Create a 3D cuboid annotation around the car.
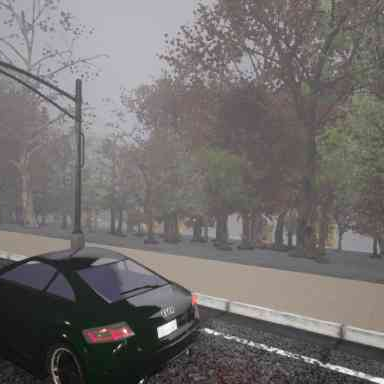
[{"bbox_3d":[-1.915,1.563,5.055,4.181,1.385,1.994,0,0,36],"label":"car"}]
